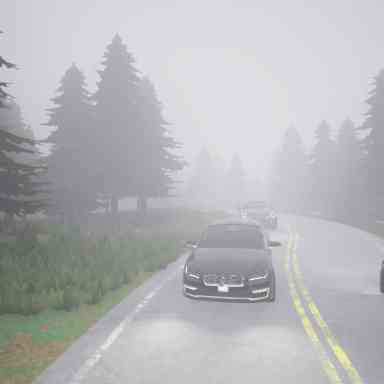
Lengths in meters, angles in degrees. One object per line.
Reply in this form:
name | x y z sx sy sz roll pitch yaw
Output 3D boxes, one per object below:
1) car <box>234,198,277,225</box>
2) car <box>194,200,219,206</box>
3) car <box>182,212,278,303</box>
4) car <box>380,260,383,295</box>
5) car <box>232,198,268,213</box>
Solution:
car | 3.854 1.270 20.361 2.097 1.767 4.553 -1 0 5
car | 1.870 1.799 44.853 1.812 1.442 4.674 3 -5 -35
car | 1.082 1.496 8.405 1.837 1.490 4.892 -1 0 12
car | 4.488 1.309 4.639 2.097 1.767 4.553 -1 0 8
car | 6.164 1.411 35.733 1.837 1.490 4.892 2 -1 -16
